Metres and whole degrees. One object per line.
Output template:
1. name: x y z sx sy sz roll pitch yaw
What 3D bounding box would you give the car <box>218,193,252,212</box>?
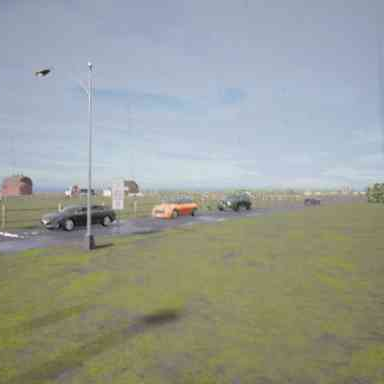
1. car: 5.105 1.194 38.978 2.150 2.045 5.566 1 0 34

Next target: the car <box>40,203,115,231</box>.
1. car: -6.995 1.493 20.794 1.837 1.490 4.892 1 0 32

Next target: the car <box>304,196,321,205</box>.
1. car: 20.704 1.500 57.072 1.837 1.490 4.892 1 0 34

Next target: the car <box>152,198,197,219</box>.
1. car: -1.448 1.333 29.172 2.097 1.767 4.553 1 0 34
